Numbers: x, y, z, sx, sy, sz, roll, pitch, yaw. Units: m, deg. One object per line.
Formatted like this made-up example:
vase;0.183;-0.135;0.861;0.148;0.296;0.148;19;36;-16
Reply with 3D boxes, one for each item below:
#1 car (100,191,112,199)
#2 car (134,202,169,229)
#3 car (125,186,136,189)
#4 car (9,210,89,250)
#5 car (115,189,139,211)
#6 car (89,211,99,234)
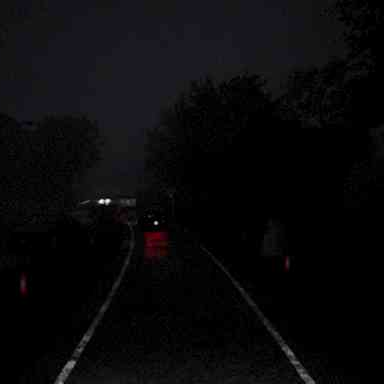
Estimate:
car;-16.673;0.614;64.431;2.128;1.511;4.902;0;2;-9
car;-2.783;1.687;23.212;1.837;1.490;4.892;0;0;-13
car;-14.518;-0.340;78.349;2.150;2.045;5.566;0;2;-8
car;-7.164;1.889;16.735;2.097;1.535;5.008;-1;-1;1
car;-8.151;1.120;40.986;2.150;2.045;5.566;-1;2;-17
car;-7.594;2.012;22.863;2.002;1.452;4.674;1;0;-5
